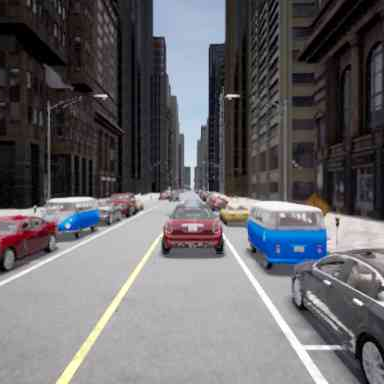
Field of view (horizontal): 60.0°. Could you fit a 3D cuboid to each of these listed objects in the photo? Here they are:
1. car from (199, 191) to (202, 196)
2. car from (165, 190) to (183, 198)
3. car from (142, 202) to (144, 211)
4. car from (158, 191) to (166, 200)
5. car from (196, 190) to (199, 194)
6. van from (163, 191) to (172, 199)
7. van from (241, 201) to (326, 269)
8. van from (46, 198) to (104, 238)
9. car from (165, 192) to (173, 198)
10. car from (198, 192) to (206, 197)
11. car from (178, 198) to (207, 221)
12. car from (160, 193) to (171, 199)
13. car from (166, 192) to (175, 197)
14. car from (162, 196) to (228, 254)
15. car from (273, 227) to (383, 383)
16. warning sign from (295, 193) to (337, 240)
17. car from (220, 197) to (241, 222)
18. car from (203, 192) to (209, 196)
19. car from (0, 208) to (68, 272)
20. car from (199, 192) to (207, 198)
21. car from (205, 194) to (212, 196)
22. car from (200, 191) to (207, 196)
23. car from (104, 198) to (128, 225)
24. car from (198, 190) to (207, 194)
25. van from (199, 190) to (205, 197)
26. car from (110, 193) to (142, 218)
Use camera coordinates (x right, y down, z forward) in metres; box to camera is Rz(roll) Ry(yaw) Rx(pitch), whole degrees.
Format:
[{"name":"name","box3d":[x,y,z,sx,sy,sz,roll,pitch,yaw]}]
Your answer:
[{"name":"car","box3d":[2.769,0.934,61.022,1.887,1.381,4.507,0,1,0]},{"name":"car","box3d":[-3.055,0.928,57.565,1.837,1.490,4.892,0,1,0]},{"name":"car","box3d":[-5.759,1.191,32.748,1.752,1.417,4.829,0,1,0]},{"name":"car","box3d":[-5.756,0.918,66.627,1.802,1.307,4.206,0,1,0]},{"name":"car","box3d":[2.770,0.543,77.876,2.192,1.841,5.009,0,1,0]},{"name":"van","box3d":[-5.755,0.570,77.861,1.690,1.788,3.998,0,1,0]},{"name":"van","box3d":[2.764,1.233,10.454,1.690,1.788,3.998,0,1,0]},{"name":"van","box3d":[-5.760,1.176,16.061,1.690,1.788,3.998,0,1,0]},{"name":"car","box3d":[-5.754,0.720,83.481,1.887,1.381,4.507,0,1,0]},{"name":"car","box3d":[2.771,0.672,89.115,2.008,1.369,4.403,0,1,0]},{"name":"car","box3d":[0.026,1.282,26.013,2.033,1.411,5.357,0,1,0]},{"name":"car","box3d":[-5.755,0.848,72.245,1.947,1.339,4.313,0,1,0]},{"name":"car","box3d":[-5.754,0.688,89.099,1.947,1.339,4.313,0,1,0]},{"name":"car","box3d":[0.048,1.217,13.058,2.097,1.767,4.553,0,1,1]},{"name":"car","box3d":[2.764,1.500,4.837,2.008,1.369,4.403,0,1,0]},{"name":"warning sign","box3d":[5.069,0.974,13.699,1.300,1.860,1.060,0,1,0]},{"name":"car","box3d":[2.765,1.301,21.863,1.752,1.417,4.829,0,1,0]},{"name":"car","box3d":[2.767,1.075,44.336,1.752,1.417,4.829,0,1,0]},{"name":"car","box3d":[-5.761,1.437,10.445,1.887,1.381,4.507,0,1,0]},{"name":"car","box3d":[2.771,0.741,83.497,1.947,1.339,4.313,0,1,0]},{"name":"car","box3d":[2.767,1.189,38.548,1.802,1.307,4.206,0,1,0]},{"name":"car","box3d":[2.768,1.010,55.404,1.947,1.339,4.313,0,1,0]},{"name":"car","box3d":[-5.760,1.329,21.681,2.008,1.369,4.403,0,1,0]},{"name":"car","box3d":[2.769,0.776,66.640,1.967,1.590,4.097,0,1,0]},{"name":"van","box3d":[2.771,0.410,94.732,1.690,1.788,3.998,0,1,0]},{"name":"car","box3d":[-5.759,1.036,27.297,2.192,1.841,5.009,0,1,0]}]
